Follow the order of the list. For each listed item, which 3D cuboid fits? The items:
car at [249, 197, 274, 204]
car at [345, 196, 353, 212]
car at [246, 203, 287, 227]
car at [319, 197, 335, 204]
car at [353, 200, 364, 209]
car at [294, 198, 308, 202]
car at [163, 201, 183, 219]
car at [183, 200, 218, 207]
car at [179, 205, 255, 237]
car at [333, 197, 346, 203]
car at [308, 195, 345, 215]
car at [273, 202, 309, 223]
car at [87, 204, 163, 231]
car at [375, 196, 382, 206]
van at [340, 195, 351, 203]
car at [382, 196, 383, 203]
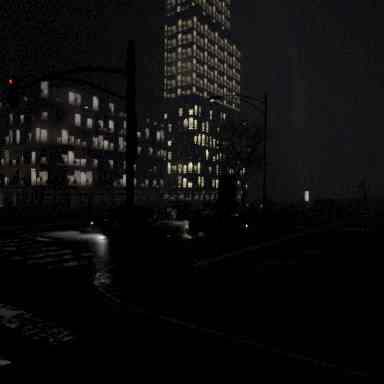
[{"bbox_3d":[7.775,1.492,37.390,2.097,1.767,4.553,1,0,37],"label":"car"},{"bbox_3d":[18.570,1.720,42.201,1.967,1.590,4.097,1,0,36],"label":"car"},{"bbox_3d":[4.806,1.737,23.443,1.947,1.339,4.313,1,0,36],"label":"car"},{"bbox_3d":[28.281,1.848,69.530,1.947,1.339,4.313,1,0,36],"label":"car"},{"bbox_3d":[25.126,1.773,51.158,1.967,1.590,4.097,1,0,36],"label":"car"},{"bbox_3d":[18.283,1.726,56.000,1.752,1.417,4.829,1,0,36],"label":"car"},{"bbox_3d":[-1.511,1.481,29.427,1.967,1.590,4.097,1,0,36],"label":"car"},{"bbox_3d":[1.689,1.569,29.175,1.882,1.535,5.008,1,0,36],"label":"car"},{"bbox_3d":[1.548,1.696,19.034,2.008,1.369,4.403,1,0,36],"label":"car"},{"bbox_3d":[34.777,1.861,78.323,1.752,1.417,4.829,1,0,36],"label":"car"},{"bbox_3d":[15.299,1.569,37.716,2.192,1.841,5.009,1,0,36],"label":"car"},{"bbox_3d":[8.062,1.778,27.850,1.802,1.307,4.206,1,0,36],"label":"car"},{"bbox_3d":[-4.306,1.549,21.066,1.837,1.490,4.892,1,0,36],"label":"car"},{"bbox_3d":[35.122,1.940,64.688,1.752,1.417,4.829,1,0,36],"label":"car"},{"bbox_3d":[38.179,1.705,82.923,1.690,1.788,3.998,1,0,36],"label":"van"},{"bbox_3d":[41.622,1.783,73.480,2.192,1.841,5.009,1,0,36],"label":"car"}]
